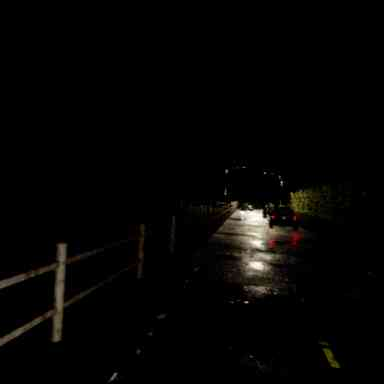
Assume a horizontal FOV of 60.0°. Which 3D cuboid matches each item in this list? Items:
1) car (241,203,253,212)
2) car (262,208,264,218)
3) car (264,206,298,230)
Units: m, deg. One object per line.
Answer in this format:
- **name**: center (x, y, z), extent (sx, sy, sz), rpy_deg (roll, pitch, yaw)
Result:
- **car**: center (9.301, 2.566, 56.140), extent (1.837, 1.490, 4.892), rpy_deg (3, -1, 10)
- **car**: center (9.343, 2.383, 39.369), extent (2.128, 1.511, 4.902), rpy_deg (3, -1, 10)
- **car**: center (7.249, 2.005, 26.914), extent (2.097, 1.767, 4.553), rpy_deg (3, -1, 10)
